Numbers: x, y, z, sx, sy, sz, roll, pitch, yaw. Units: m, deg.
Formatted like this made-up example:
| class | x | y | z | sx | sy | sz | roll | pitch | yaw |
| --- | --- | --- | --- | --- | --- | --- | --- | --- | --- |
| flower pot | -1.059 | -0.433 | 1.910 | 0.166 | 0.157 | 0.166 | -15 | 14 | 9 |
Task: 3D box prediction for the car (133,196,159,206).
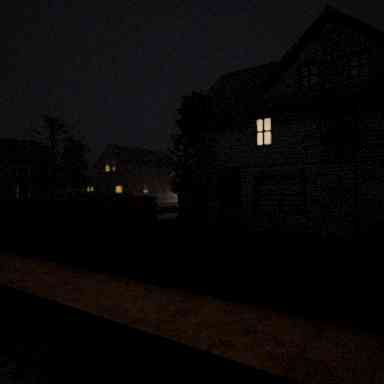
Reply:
| class | x | y | z | sx | sy | sz | roll | pitch | yaw |
| --- | --- | --- | --- | --- | --- | --- | --- | --- | --- |
| car | -5.232 | 1.045 | 30.741 | 1.895 | 1.301 | 4.718 | -1 | 1 | 36 |
